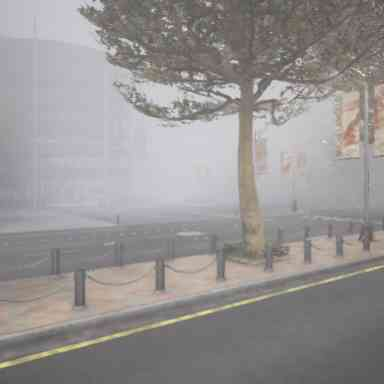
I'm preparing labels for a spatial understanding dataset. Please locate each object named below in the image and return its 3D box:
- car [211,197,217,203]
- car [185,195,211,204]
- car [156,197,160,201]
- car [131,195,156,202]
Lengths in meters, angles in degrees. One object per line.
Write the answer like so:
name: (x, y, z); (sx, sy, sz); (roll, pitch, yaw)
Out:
car: (2.895, 1.412, 66.876); (1.882, 1.535, 5.008); (0, 0, -38)
car: (0.764, 1.487, 63.827); (2.033, 1.411, 5.357); (0, 0, -36)
car: (-9.539, 1.454, 77.260); (4.674, 1.442, 1.812); (0, 0, 30)
car: (-11.159, 1.526, 74.152); (4.718, 1.301, 1.895); (0, 0, 30)
